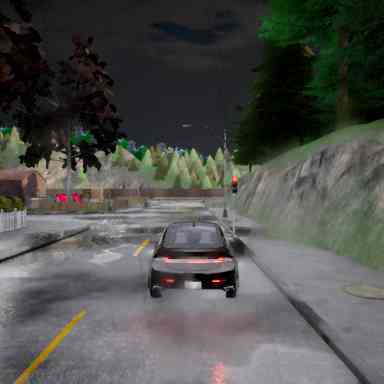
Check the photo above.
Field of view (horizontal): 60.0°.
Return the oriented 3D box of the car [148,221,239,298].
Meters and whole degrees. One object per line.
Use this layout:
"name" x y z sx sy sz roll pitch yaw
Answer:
"car" 0.048 1.492 8.504 2.128 1.511 4.902 0 0 1
